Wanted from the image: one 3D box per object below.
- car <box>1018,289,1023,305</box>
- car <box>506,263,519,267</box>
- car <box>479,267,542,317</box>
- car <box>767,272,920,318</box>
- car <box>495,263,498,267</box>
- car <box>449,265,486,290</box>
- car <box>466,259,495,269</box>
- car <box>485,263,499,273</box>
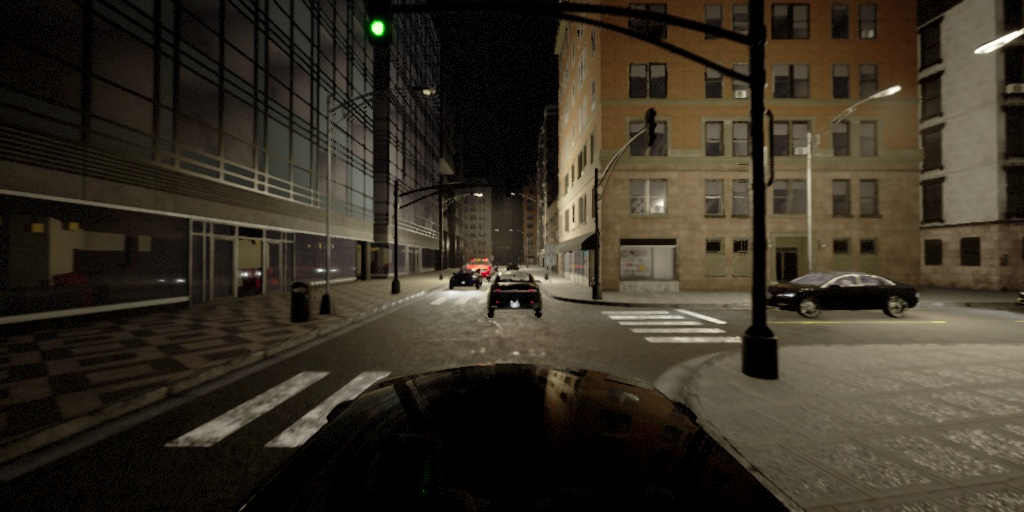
[{"bbox_3d":[21.340,1.299,12.788,4.892,1.490,1.837,0,-1,0],"label":"car"},{"bbox_3d":[0.085,1.776,55.674,1.812,1.442,4.674,0,-1,0],"label":"car"},{"bbox_3d":[0.092,1.352,13.812,2.128,1.511,4.902,0,0,0],"label":"car"},{"bbox_3d":[11.328,1.312,12.721,4.902,1.511,2.128,0,-1,0],"label":"car"},{"bbox_3d":[-3.106,1.668,44.117,1.812,1.442,4.674,0,-1,0],"label":"car"},{"bbox_3d":[-3.104,1.528,24.803,1.994,1.385,4.181,0,-1,0],"label":"car"},{"bbox_3d":[-3.099,1.273,34.225,2.150,2.045,5.566,0,-1,0],"label":"car"},{"bbox_3d":[-3.047,1.764,54.405,1.812,1.442,4.674,0,-1,0],"label":"car"}]
